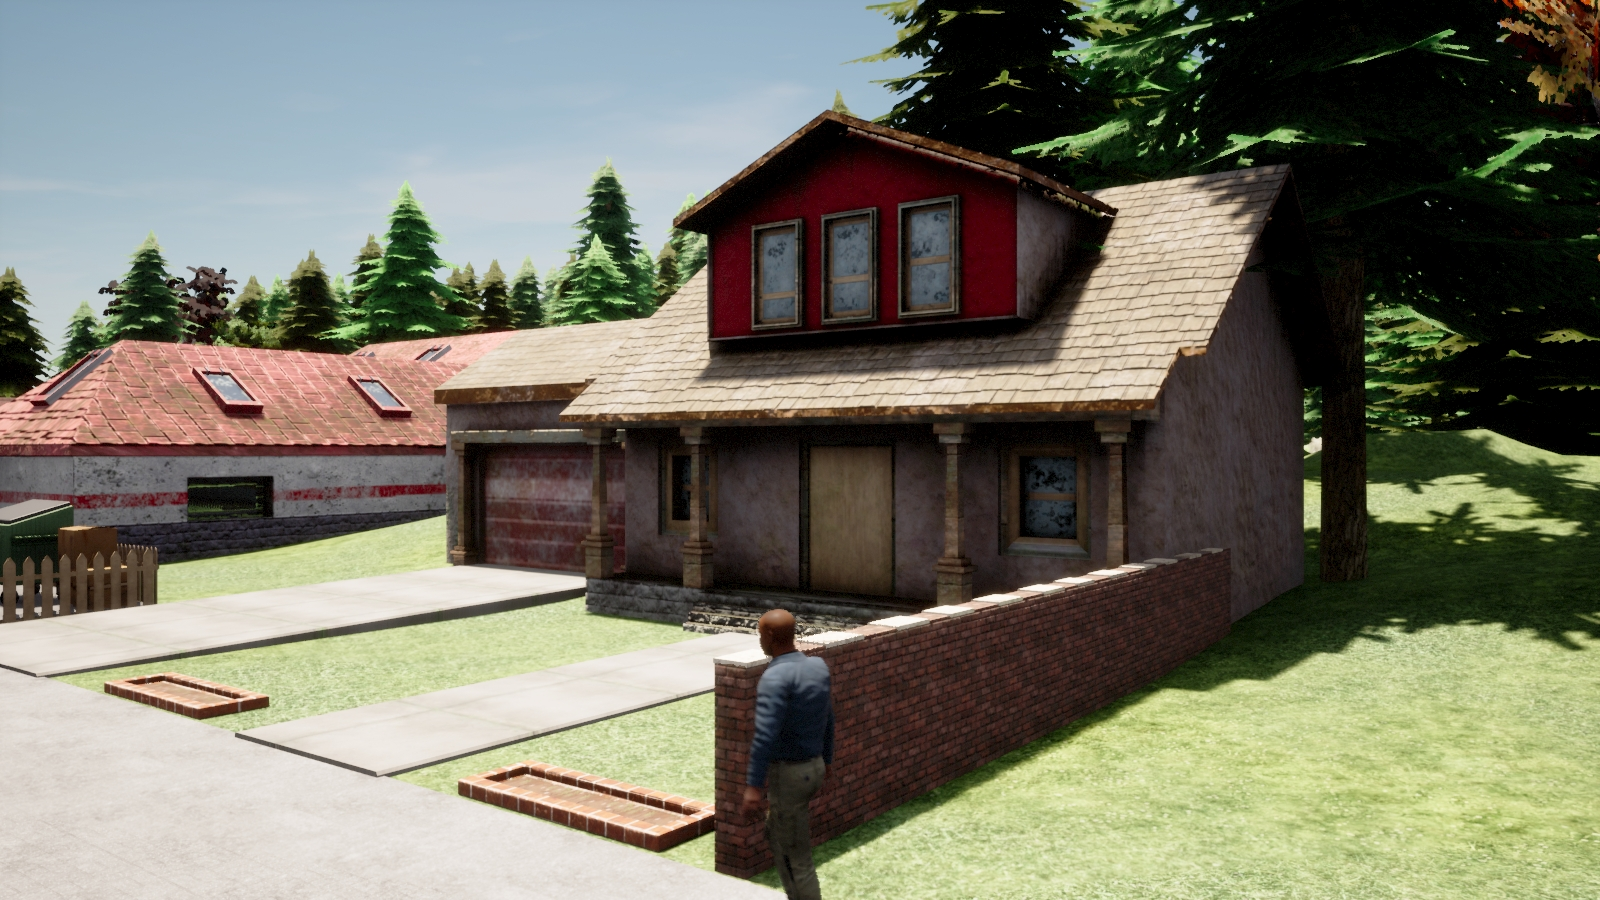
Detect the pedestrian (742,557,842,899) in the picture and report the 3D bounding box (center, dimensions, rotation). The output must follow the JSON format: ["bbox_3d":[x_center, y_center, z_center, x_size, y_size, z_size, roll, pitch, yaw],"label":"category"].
[{"bbox_3d":[-0.041,1.524,6.086,0.375,1.860,0.375,0,0,39],"label":"pedestrian"}]
